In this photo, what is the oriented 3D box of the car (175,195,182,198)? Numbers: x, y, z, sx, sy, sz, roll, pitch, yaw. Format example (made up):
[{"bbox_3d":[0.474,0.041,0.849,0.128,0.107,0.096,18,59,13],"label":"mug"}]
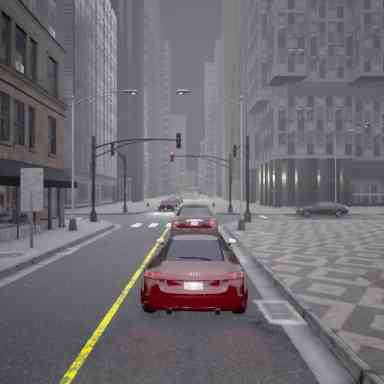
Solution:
[{"bbox_3d":[-3.063,1.581,50.935,2.033,1.411,5.357,0,0,0],"label":"car"}]

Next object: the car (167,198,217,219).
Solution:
[{"bbox_3d":[0.161,1.356,16.275,2.097,1.767,4.553,0,0,2],"label":"car"}]

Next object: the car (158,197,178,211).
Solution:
[{"bbox_3d":[-3.072,1.624,41.283,1.895,1.301,4.718,0,0,0],"label":"car"}]

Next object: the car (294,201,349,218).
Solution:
[{"bbox_3d":[11.760,1.543,30.318,4.674,1.442,1.812,0,0,1],"label":"car"}]

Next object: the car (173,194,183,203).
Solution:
[{"bbox_3d":[-2.959,1.414,70.933,2.097,1.767,4.553,0,0,0],"label":"car"}]

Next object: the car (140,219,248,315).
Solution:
[{"bbox_3d":[0.088,1.565,7.654,1.994,1.385,4.181,0,0,2],"label":"car"}]
